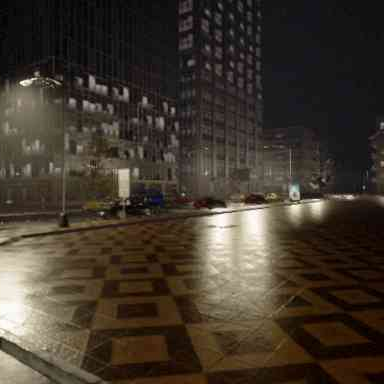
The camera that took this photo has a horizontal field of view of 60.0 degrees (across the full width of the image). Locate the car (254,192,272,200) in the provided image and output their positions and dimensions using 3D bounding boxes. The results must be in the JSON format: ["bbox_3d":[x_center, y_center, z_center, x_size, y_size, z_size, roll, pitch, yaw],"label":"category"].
[{"bbox_3d":[13.785,0.731,64.532,1.752,1.417,4.829,0,1,35],"label":"car"}]

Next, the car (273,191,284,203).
[{"bbox_3d":[11.344,0.828,46.331,1.752,1.417,4.829,0,1,35],"label":"car"}]

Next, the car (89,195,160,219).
[{"bbox_3d":[-4.615,1.119,23.366,2.008,1.369,4.403,0,1,35],"label":"car"}]

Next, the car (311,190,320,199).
[{"bbox_3d":[20.762,0.462,59.886,2.192,1.841,5.009,0,1,35],"label":"car"}]

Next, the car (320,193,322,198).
[{"bbox_3d":[23.935,0.639,64.453,1.887,1.381,4.507,0,1,35],"label":"car"}]

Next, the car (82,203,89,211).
[{"bbox_3d":[-8.421,1.100,32.573,1.752,1.417,4.829,0,1,35],"label":"car"}]

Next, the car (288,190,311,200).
[{"bbox_3d":[17.590,0.514,55.320,2.192,1.841,5.009,0,1,35],"label":"car"}]

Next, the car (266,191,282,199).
[{"bbox_3d":[17.054,0.591,69.236,1.967,1.590,4.097,0,1,35],"label":"car"}]

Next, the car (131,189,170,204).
[{"bbox_3d":[-5.013,0.756,32.967,2.150,2.045,5.566,0,0,34],"label":"car"}]

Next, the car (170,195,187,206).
[{"bbox_3d":[-1.980,1.049,41.845,1.802,1.307,4.206,0,1,35],"label":"car"}]

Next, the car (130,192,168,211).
[{"bbox_3d":[-4.592,1.028,28.029,1.882,1.535,5.008,0,0,36],"label":"car"}]

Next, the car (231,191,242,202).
[{"bbox_3d":[7.761,0.674,51.183,2.097,1.767,4.553,0,0,35],"label":"car"}]

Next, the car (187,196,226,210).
[{"bbox_3d":[1.730,1.045,32.497,1.802,1.307,4.206,0,1,35],"label":"car"}]

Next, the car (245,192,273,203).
[{"bbox_3d":[9.917,0.801,48.884,2.128,1.511,4.902,0,0,35],"label":"car"}]

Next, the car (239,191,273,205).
[{"bbox_3d":[8.074,0.902,41.627,1.887,1.381,4.507,0,1,35],"label":"car"}]
